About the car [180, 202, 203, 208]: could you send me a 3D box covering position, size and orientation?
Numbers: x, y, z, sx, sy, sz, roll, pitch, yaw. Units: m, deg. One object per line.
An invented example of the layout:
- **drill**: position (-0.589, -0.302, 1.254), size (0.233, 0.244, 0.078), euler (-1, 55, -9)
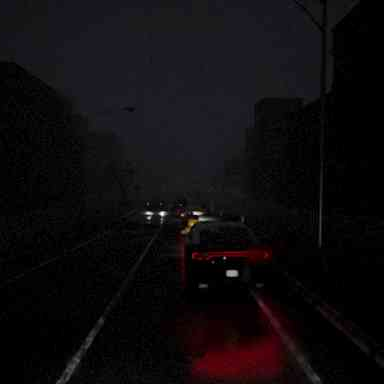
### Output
- **car**: position (0.349, 1.604, 19.343), size (1.801, 1.575, 5.366), euler (0, -1, -2)

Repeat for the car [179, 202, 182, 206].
- **car**: position (0.133, 1.712, 25.153), size (1.812, 1.442, 4.674), euler (0, 0, -2)

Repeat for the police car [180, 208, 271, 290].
- **police car**: position (0.719, 1.444, 9.243), size (1.930, 1.638, 5.238), euler (0, -1, -2)

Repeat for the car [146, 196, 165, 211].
- **car**: position (-4.457, 1.362, 41.237), size (2.097, 1.767, 4.553), euler (0, 1, -2)

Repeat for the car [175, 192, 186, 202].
- **car**: position (-2.045, 0.855, 59.557), size (1.994, 1.385, 4.181), euler (0, 3, -2)

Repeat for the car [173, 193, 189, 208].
- **car**: position (-1.523, 1.379, 45.831), size (1.837, 1.490, 4.892), euler (0, 2, -2)
